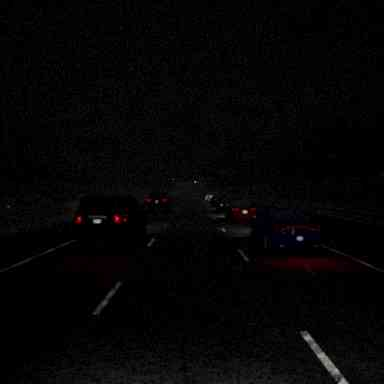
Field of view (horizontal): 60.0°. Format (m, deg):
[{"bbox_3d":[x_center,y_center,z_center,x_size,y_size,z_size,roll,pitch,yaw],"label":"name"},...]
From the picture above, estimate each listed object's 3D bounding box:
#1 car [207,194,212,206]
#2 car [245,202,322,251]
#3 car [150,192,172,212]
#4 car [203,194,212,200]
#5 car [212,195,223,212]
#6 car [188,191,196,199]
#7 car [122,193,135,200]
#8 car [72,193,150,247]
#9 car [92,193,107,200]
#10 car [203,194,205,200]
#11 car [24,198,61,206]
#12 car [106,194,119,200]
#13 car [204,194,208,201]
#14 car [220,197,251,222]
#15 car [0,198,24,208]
[{"bbox_3d":[3.547,1.202,46.411,1.837,1.490,4.892,0,0,0],"label":"car"},{"bbox_3d":[3.615,1.384,13.585,1.882,1.535,5.008,0,0,0],"label":"car"},{"bbox_3d":[-3.365,0.993,34.471,2.150,2.045,5.566,0,0,0],"label":"car"},{"bbox_3d":[3.581,1.123,79.448,1.895,1.301,4.718,0,0,0],"label":"car"},{"bbox_3d":[3.536,1.313,35.409,2.033,1.411,5.357,0,0,0],"label":"car"},{"bbox_3d":[0.091,0.996,89.037,2.128,1.511,4.902,0,0,0],"label":"car"},{"bbox_3d":[-13.926,0.970,73.142,1.882,1.535,5.008,0,0,0],"label":"car"},{"bbox_3d":[-3.384,1.122,14.556,2.150,2.045,5.566,0,0,0],"label":"car"},{"bbox_3d":[-20.924,0.961,75.370,2.033,1.411,5.357,0,0,0],"label":"car"},{"bbox_3d":[3.570,1.100,68.415,1.812,1.442,4.674,0,0,0],"label":"car"},{"bbox_3d":[-14.063,1.310,32.462,1.812,1.442,4.674,0,0,0],"label":"car"},{"bbox_3d":[-17.426,1.045,73.146,1.994,1.385,4.181,0,0,0],"label":"car"},{"bbox_3d":[3.559,1.233,57.443,1.895,1.301,4.718,0,0,0],"label":"car"},{"bbox_3d":[3.525,1.339,24.437,2.163,1.488,4.792,0,0,0],"label":"car"},{"bbox_3d":[-17.561,1.311,32.455,1.812,1.442,4.674,0,0,0],"label":"car"}]
